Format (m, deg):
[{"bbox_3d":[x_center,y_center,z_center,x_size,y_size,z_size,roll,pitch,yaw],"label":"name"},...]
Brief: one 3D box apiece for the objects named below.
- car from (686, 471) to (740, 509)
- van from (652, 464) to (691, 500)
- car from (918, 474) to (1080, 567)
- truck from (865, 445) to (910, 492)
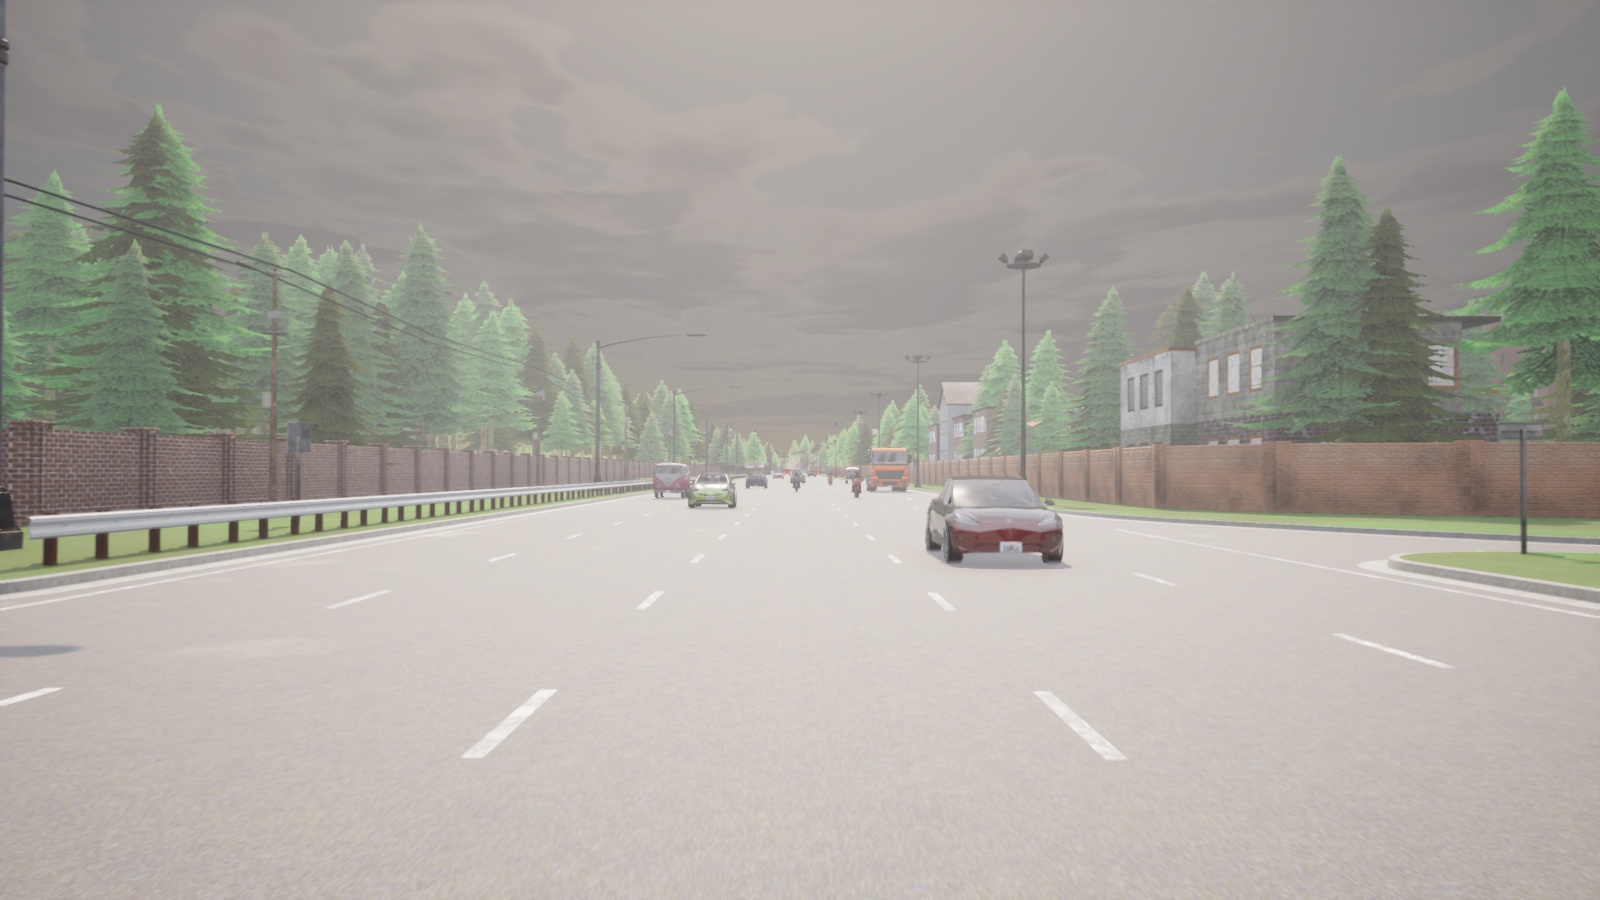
[{"bbox_3d":[-3.632,1.665,53.106,2.007,1.525,4.514,0,-1,0],"label":"car"},{"bbox_3d":[-7.176,1.778,70.580,1.775,1.987,4.442,0,-1,0],"label":"van"},{"bbox_3d":[3.443,1.182,22.736,2.163,1.488,4.792,0,-1,0],"label":"car"},{"bbox_3d":[6.753,1.449,98.160,2.891,3.462,7.936,0,-1,0],"label":"truck"}]
